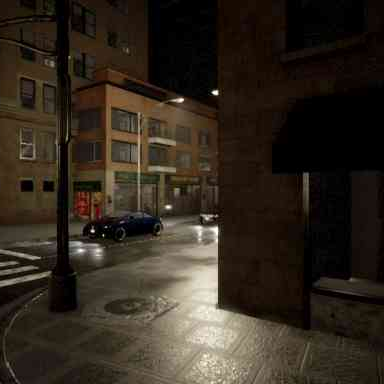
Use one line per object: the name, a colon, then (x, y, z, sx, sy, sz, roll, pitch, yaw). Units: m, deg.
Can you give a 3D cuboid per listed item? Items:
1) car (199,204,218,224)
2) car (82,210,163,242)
car: (2.368, 1.580, 24.704, 1.812, 1.442, 4.674, 0, 0, 35)
car: (-3.345, 1.595, 16.696, 1.994, 1.385, 4.181, 0, 0, 35)
